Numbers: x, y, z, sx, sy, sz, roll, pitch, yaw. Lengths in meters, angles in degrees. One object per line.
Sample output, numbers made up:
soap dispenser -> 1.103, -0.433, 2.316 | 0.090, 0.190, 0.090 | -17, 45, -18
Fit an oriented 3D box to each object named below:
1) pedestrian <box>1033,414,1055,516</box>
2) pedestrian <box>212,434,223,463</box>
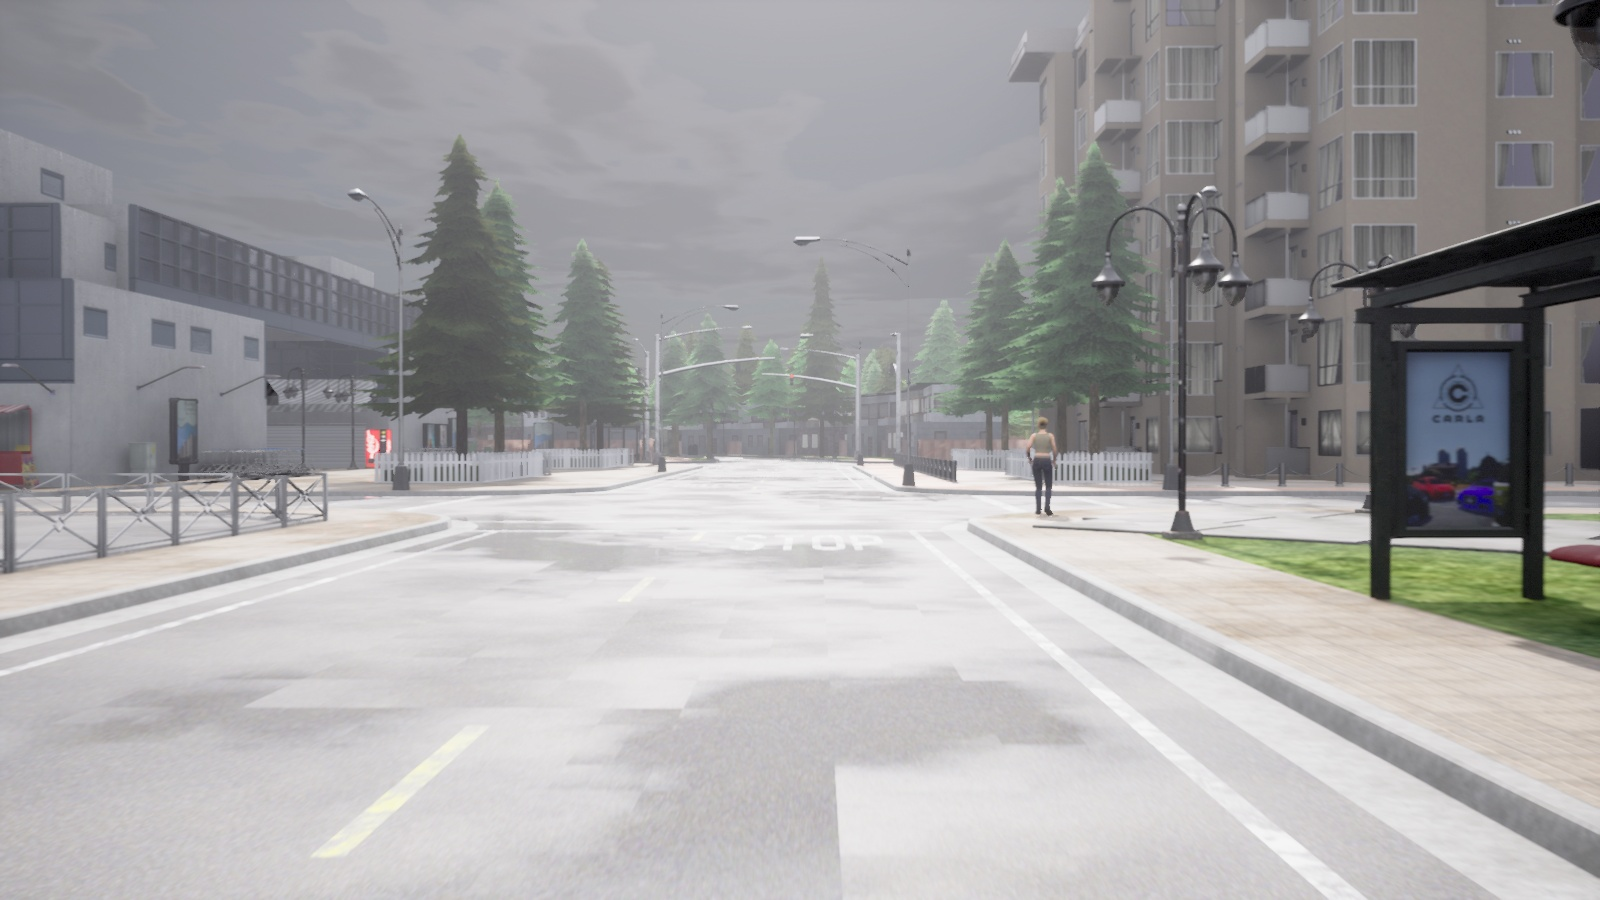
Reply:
pedestrian -> 4.479, 0.271, 23.072 | 0.345, 1.836, 0.594 | 0, 0, 16
pedestrian -> -37.587, -0.095, 81.042 | 0.594, 1.836, 0.345 | 0, 0, 0
